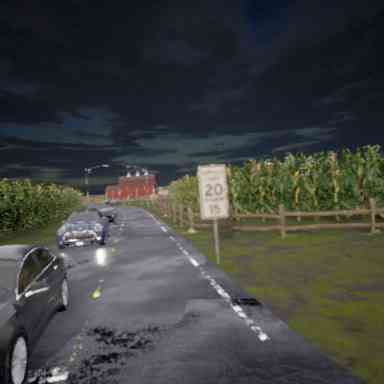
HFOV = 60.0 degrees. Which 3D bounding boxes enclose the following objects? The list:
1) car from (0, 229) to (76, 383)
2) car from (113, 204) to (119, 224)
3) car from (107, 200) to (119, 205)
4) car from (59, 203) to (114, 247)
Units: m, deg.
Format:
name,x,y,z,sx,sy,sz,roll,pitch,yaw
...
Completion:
name,x,y,z,sx,sy,sz,roll,pitch,yaw
car,-3.267,1.732,5.321,1.837,1.490,4.892,-4,1,-10
car,-7.541,2.109,29.092,1.895,1.301,4.718,-4,0,-10
car,-19.896,2.813,85.050,1.812,1.442,4.674,-4,0,-22
car,-5.405,1.721,16.966,2.097,1.767,4.553,-4,0,-10
